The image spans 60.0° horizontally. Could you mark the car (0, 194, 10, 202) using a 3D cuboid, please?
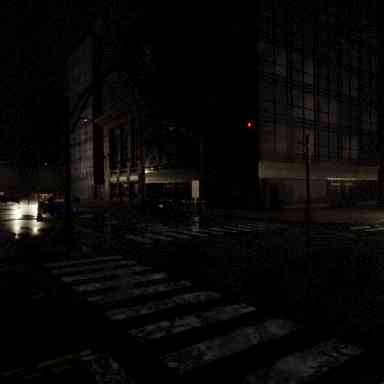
[{"bbox_3d":[-37.409,1.201,65.903,1.887,1.381,4.507,0,1,-35],"label":"car"}]

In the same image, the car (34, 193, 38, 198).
[{"bbox_3d":[-33.731,1.056,75.446,2.008,1.369,4.403,0,1,-35],"label":"car"}]

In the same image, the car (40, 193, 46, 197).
[{"bbox_3d":[-30.461,1.125,70.841,1.802,1.307,4.206,0,1,-35],"label":"car"}]

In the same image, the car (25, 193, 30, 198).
[{"bbox_3d":[-40.273,0.981,84.657,2.008,1.369,4.403,0,1,-35],"label":"car"}]

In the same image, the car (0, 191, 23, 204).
[{"bbox_3d":[-30.870,1.047,56.690,2.192,1.841,5.009,0,1,-35],"label":"car"}]

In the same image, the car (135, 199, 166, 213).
[{"bbox_3d":[-4.296,1.383,33.993,1.947,1.339,4.313,-1,1,-35],"label":"car"}]

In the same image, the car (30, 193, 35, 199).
[{"bbox_3d":[-37.002,0.908,80.051,1.967,1.590,4.097,0,1,-35],"label":"car"}]

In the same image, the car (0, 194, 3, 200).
[{"bbox_3d":[-43.951,1.147,75.114,1.947,1.339,4.313,0,1,-35],"label":"car"}]

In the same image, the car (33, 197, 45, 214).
[{"bbox_3d":[-14.517,1.483,33.664,1.802,1.307,4.206,-1,1,-35],"label":"car"}]

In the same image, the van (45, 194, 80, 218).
[{"bbox_3d":[-11.248,1.272,29.056,1.690,1.788,3.998,-1,1,-35],"label":"van"}]

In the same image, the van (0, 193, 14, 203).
[{"bbox_3d":[-34.140,1.036,61.296,1.690,1.788,3.998,0,1,-35],"label":"van"}]

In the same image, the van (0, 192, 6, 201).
[{"bbox_3d":[-40.680,0.960,70.507,1.690,1.788,3.998,0,1,-35],"label":"van"}]

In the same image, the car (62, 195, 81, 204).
[{"bbox_3d":[-20.649,1.200,57.023,1.887,1.381,4.507,0,1,-35],"label":"car"}]
